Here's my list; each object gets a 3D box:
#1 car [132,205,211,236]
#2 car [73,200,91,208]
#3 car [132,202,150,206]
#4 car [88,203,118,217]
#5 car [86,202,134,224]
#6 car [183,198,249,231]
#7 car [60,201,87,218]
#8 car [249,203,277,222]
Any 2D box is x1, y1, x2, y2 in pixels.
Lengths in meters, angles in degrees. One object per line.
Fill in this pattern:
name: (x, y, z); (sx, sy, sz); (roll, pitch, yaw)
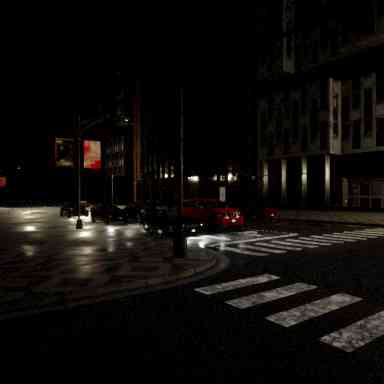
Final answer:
car: (-1.461, 1.793, 20.632); (2.033, 1.411, 5.357); (0, -1, -36)
car: (-22.027, 2.406, 66.420); (2.033, 1.411, 5.357); (0, -1, -36)
car: (-4.635, 1.716, 30.653); (2.097, 1.767, 4.553); (0, -1, -36)
car: (-10.421, 2.024, 38.736); (1.812, 1.442, 4.674); (0, -1, -35)
car: (-7.154, 1.855, 28.581); (1.882, 1.535, 5.008); (0, -1, -36)
car: (1.023, 1.455, 22.790); (2.150, 2.045, 5.566); (0, -1, -34)
car: (-13.067, 1.866, 36.851); (2.097, 1.767, 4.553); (0, -1, -36)
car: (5.023, 1.711, 28.665); (1.882, 1.535, 5.008); (0, -1, -36)
